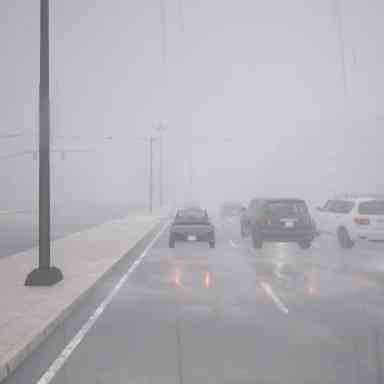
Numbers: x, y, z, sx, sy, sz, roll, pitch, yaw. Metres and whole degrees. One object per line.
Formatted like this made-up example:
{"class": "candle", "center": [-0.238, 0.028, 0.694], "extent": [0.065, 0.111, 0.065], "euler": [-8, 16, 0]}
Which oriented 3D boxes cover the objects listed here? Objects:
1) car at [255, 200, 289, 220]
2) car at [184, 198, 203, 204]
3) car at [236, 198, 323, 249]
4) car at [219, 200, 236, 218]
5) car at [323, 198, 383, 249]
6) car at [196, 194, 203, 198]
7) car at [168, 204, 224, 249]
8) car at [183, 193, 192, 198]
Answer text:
{"class": "car", "center": [6.990, 1.515, 29.692], "extent": [1.837, 1.490, 4.892], "euler": [0, 0, 0]}
{"class": "car", "center": [-0.010, 1.531, 29.648], "extent": [1.812, 1.442, 4.674], "euler": [0, 0, 0]}
{"class": "car", "center": [3.500, 1.256, 14.642], "extent": [2.150, 2.045, 5.566], "euler": [0, 0, 0]}
{"class": "car", "center": [3.490, 1.483, 29.670], "extent": [1.882, 1.535, 5.008], "euler": [0, 0, 0]}
{"class": "car", "center": [7.000, 1.256, 14.642], "extent": [2.150, 2.045, 5.566], "euler": [0, 0, 0]}
{"class": "car", "center": [2.221, 1.463, 95.122], "extent": [1.812, 1.442, 4.674], "euler": [0, 0, 0]}
{"class": "car", "center": [0.000, 1.493, 14.612], "extent": [2.128, 1.511, 4.902], "euler": [0, 0, 0]}
{"class": "car", "center": [-1.279, 1.164, 95.187], "extent": [2.150, 2.045, 5.566], "euler": [0, 0, 0]}
